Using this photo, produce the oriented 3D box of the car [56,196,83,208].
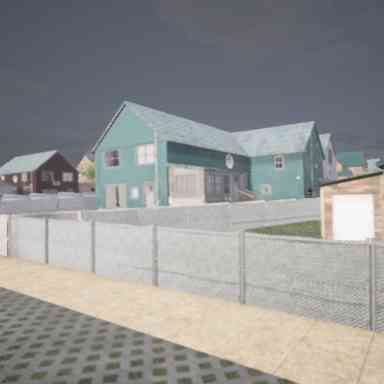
[{"bbox_3d":[-14.026,0.986,37.863,2.097,1.767,4.553,-2,0,35],"label":"car"}]
